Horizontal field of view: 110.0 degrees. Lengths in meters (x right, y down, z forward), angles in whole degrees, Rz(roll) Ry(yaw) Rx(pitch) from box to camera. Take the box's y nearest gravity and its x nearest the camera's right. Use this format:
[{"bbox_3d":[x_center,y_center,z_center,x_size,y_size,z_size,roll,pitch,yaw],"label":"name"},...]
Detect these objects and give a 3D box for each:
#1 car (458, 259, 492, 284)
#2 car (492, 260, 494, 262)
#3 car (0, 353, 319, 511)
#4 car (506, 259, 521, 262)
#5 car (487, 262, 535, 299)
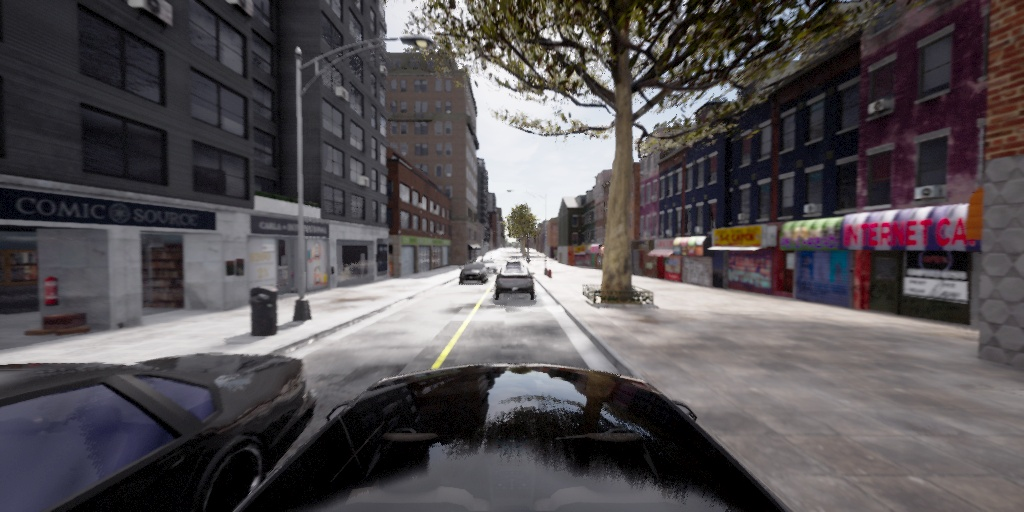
[{"bbox_3d":[-2.734,1.198,26.458,1.837,1.490,4.892,0,0,0],"label":"car"},{"bbox_3d":[-2.710,1.120,40.751,1.812,1.442,4.674,0,0,0],"label":"car"},{"bbox_3d":[-2.851,1.296,1.216,2.033,1.411,5.357,0,0,0],"label":"car"},{"bbox_3d":[0.156,1.054,44.762,2.128,1.511,4.902,0,1,0],"label":"car"},{"bbox_3d":[0.120,1.218,17.838,2.128,1.511,4.902,0,0,0],"label":"car"}]
